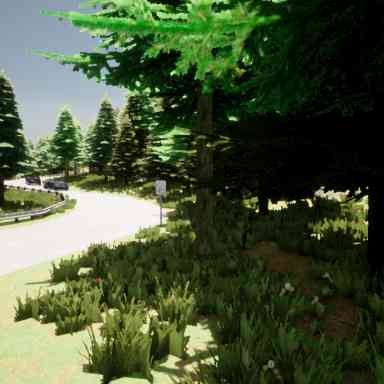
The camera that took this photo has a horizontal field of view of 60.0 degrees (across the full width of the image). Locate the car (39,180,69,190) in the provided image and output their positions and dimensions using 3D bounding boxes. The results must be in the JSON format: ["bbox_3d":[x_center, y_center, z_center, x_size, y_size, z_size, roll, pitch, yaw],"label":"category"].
[{"bbox_3d":[-18.881,-0.986,46.136,4.181,1.385,1.994,6,4,39],"label":"car"}]

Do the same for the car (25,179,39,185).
[{"bbox_3d":[-25.510,-1.912,53.400,1.837,1.490,4.892,0,5,-34],"label":"car"}]
